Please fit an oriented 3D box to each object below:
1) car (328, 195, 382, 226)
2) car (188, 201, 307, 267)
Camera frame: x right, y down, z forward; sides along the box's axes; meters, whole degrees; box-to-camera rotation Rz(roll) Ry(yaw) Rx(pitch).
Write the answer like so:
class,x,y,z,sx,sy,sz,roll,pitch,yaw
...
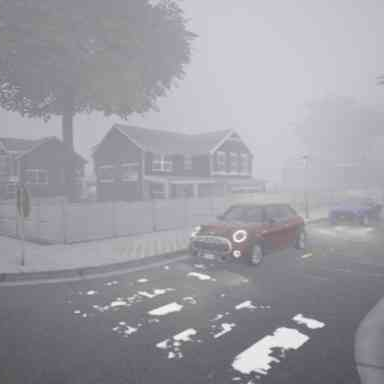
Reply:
class,x,y,z,sx,sy,sz,roll,pitch,yaw
car,9.645,1.000,19.525,1.882,1.535,5.008,0,1,42
car,1.941,1.141,10.879,2.097,1.767,4.553,0,1,42
